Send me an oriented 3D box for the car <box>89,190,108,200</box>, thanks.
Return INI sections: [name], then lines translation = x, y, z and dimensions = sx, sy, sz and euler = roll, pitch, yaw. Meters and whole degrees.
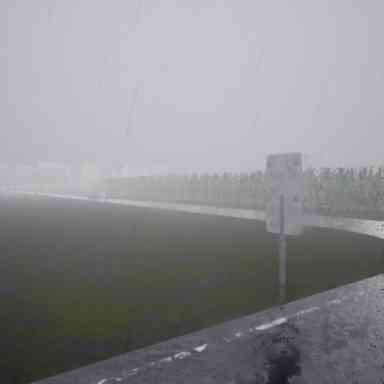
[car]
translation = -14.840, 0.477, 52.662
dimensions = 2.128, 1.511, 4.902
euler = 0, 1, -36
